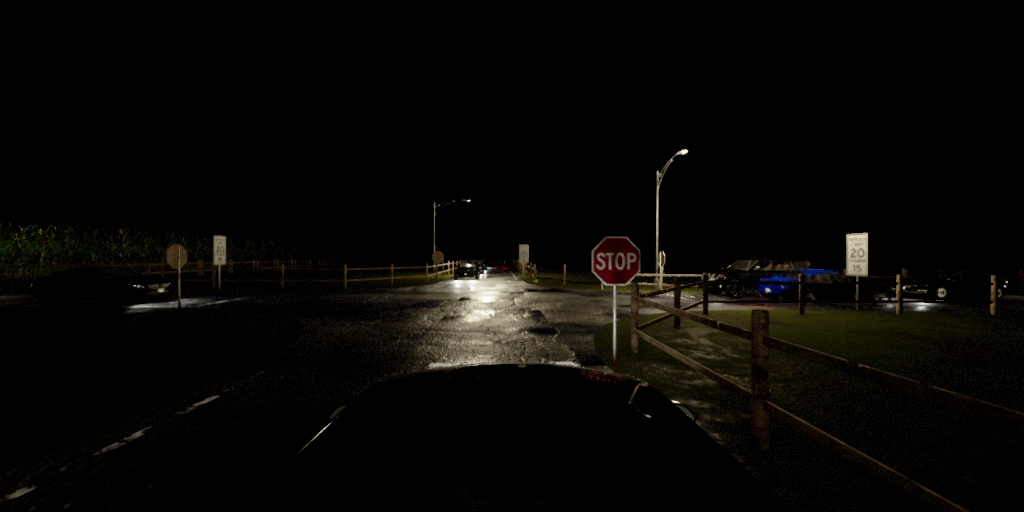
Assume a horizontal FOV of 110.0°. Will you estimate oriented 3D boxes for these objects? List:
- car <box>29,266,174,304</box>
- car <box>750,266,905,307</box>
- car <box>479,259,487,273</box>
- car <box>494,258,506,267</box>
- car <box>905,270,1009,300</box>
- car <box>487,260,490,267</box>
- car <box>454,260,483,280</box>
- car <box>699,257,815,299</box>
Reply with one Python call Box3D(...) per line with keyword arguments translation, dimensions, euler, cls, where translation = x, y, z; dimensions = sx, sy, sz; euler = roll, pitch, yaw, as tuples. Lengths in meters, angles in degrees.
Box3D(translation=(-16.977, 1.157, 14.916), dimensions=(4.674, 1.442, 1.812), euler=(0, 0, -1), cls="car")
Box3D(translation=(13.694, 1.357, 15.766), dimensions=(5.008, 1.535, 1.882), euler=(0, 0, -1), cls="car")
Box3D(translation=(-4.196, 1.244, 41.490), dimensions=(1.837, 1.490, 4.892), euler=(0, 0, -2), cls="car")
Box3D(translation=(-2.087, 1.083, 62.904), dimensions=(2.097, 1.767, 4.553), euler=(0, 0, -2), cls="car")
Box3D(translation=(22.953, 1.456, 18.871), dimensions=(4.892, 1.490, 1.837), euler=(1, 0, -1), cls="car")
Box3D(translation=(-4.530, 1.241, 51.586), dimensions=(1.837, 1.490, 4.892), euler=(0, 0, -2), cls="car")
Box3D(translation=(-3.851, 1.306, 31.411), dimensions=(1.994, 1.385, 4.181), euler=(0, 0, -1), cls="car")
Box3D(translation=(12.797, 1.085, 18.633), dimensions=(5.566, 2.045, 2.150), euler=(0, 0, -1), cls="car")
